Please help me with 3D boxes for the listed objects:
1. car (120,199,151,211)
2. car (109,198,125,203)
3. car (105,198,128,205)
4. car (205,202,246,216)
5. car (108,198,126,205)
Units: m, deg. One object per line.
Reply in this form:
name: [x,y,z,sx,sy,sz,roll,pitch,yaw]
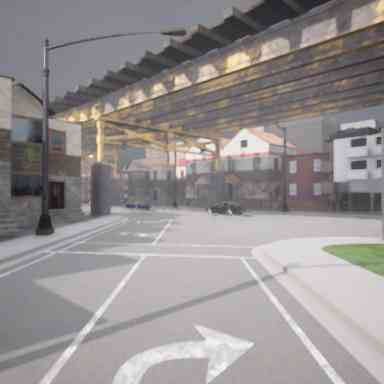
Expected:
car: [-8.082,2.012,48.233,1.895,1.301,4.718,1,-1,-45]
car: [-17.493,1.960,77.986,1.853,1.218,4.536,0,-1,15]
car: [-16.829,2.086,74.265,4.974,1.542,2.038,0,-1,-15]
car: [3.603,1.817,36.328,1.837,1.490,4.892,0,0,-45]
car: [-17.506,2.117,77.934,2.038,1.542,4.974,0,-1,15]
